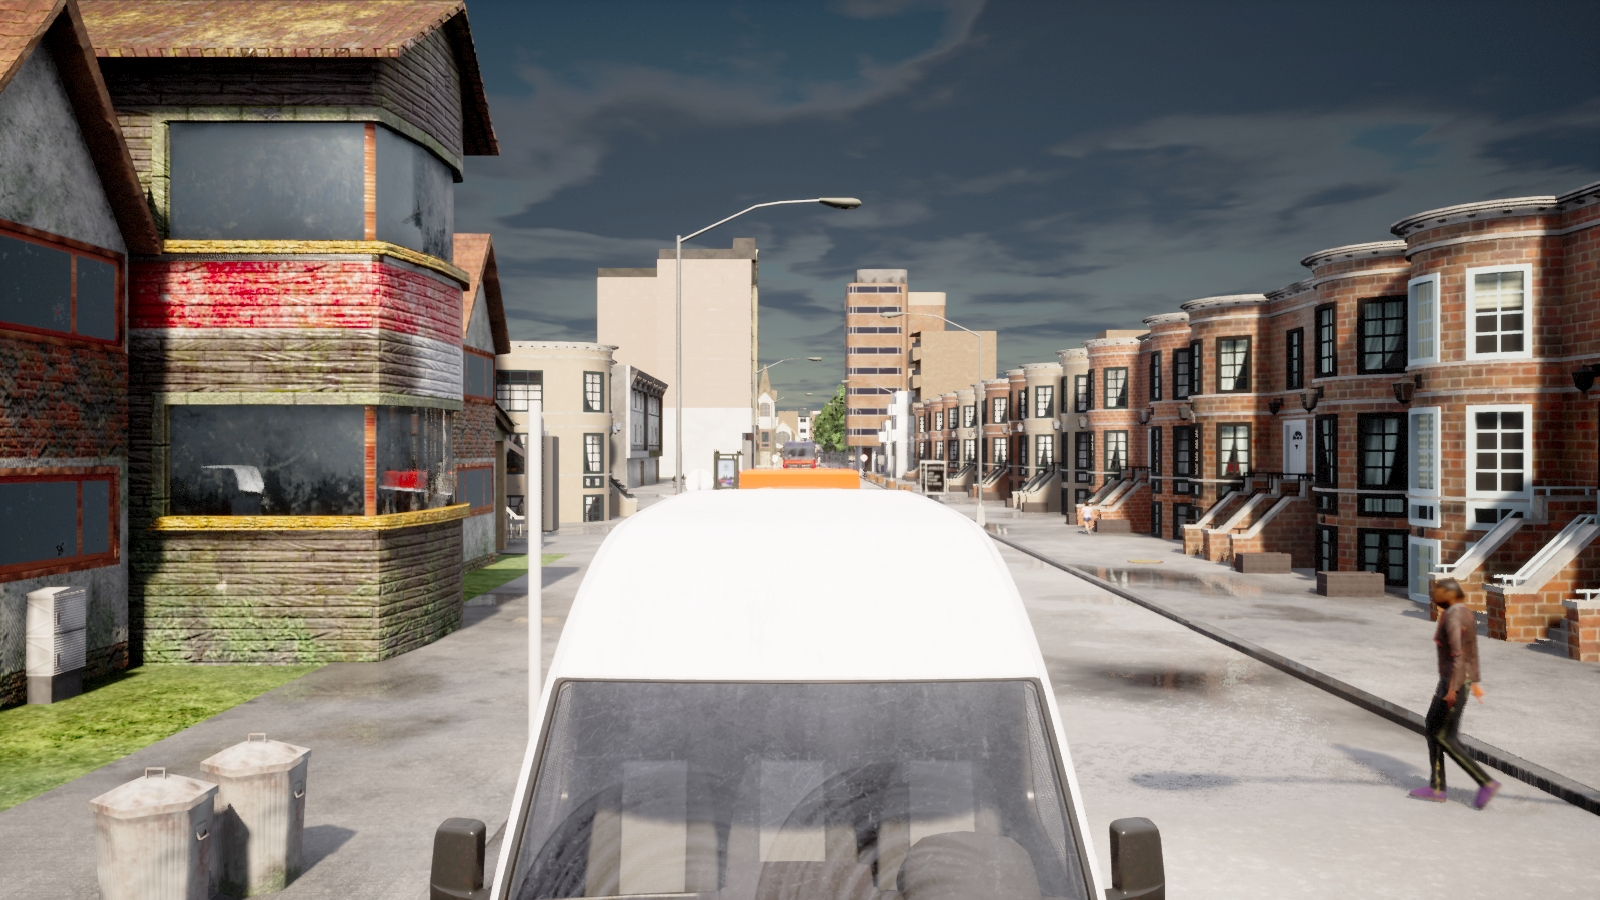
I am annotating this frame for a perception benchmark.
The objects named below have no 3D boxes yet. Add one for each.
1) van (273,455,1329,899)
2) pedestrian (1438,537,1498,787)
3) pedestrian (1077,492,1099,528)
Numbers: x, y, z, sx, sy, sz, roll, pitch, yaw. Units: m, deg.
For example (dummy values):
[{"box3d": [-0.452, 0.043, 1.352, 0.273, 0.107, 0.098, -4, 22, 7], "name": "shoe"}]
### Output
[{"box3d": [-0.003, 1.314, 5.110, 1.988, 2.561, 5.915, 0, 0, 0], "name": "van"}, {"box3d": [5.232, 1.629, 8.945, 0.375, 1.860, 0.375, 0, 0, 36], "name": "pedestrian"}, {"box3d": [9.145, 1.903, 36.299, 0.500, 1.100, 0.500, 0, 0, -11], "name": "pedestrian"}]
